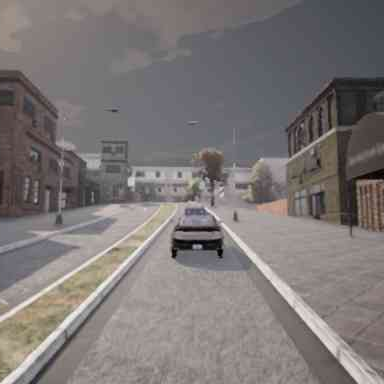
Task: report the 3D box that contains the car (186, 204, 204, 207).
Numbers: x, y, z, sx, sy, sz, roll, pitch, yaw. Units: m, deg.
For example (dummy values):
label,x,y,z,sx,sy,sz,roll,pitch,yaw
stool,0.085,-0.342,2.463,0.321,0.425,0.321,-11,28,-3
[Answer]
label,x,y,z,sx,sy,sz,roll,pitch,yaw
car,0.268,1.735,30.836,1.895,1.301,4.718,0,0,0

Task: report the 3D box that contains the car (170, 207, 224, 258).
label,x,y,z,sx,sy,sz,roll,pitch,yaw
car,0.189,1.550,13.067,2.128,1.511,4.902,0,0,0
